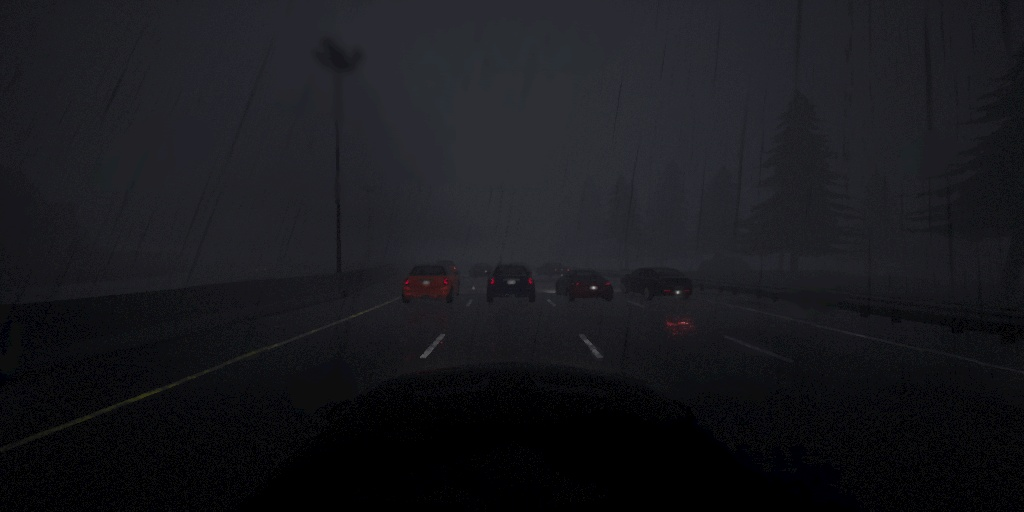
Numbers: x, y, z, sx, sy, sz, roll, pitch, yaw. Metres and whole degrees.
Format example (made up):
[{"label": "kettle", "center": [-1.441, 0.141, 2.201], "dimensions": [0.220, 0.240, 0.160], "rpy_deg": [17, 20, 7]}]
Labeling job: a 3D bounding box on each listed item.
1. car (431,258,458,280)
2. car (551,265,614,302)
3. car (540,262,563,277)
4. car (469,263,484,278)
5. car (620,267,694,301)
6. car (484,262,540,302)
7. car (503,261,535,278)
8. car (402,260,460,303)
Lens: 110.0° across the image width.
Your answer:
[{"label": "car", "center": [-6.185, 1.116, 32.606], "dimensions": [2.097, 1.767, 4.553], "rpy_deg": [0, 0, -15]}, {"label": "car", "center": [3.349, 1.323, 17.221], "dimensions": [1.994, 1.385, 4.181], "rpy_deg": [0, 0, -3]}, {"label": "car", "center": [3.951, 1.313, 35.345], "dimensions": [2.033, 1.411, 5.357], "rpy_deg": [0, 0, -15]}, {"label": "car", "center": [-2.812, 1.323, 33.538], "dimensions": [1.994, 1.385, 4.181], "rpy_deg": [0, 0, -15]}, {"label": "car", "center": [6.843, 1.267, 17.427], "dimensions": [1.837, 1.490, 4.892], "rpy_deg": [0, 0, -3]}, {"label": "car", "center": [-0.143, 1.116, 16.984], "dimensions": [2.097, 1.767, 4.553], "rpy_deg": [0, 0, -3]}, {"label": "car", "center": [0.570, 1.283, 34.441], "dimensions": [1.812, 1.442, 4.674], "rpy_deg": [0, 0, -15]}, {"label": "car", "center": [-3.637, 1.116, 16.777], "dimensions": [2.097, 1.767, 4.553], "rpy_deg": [0, 0, -3]}]
